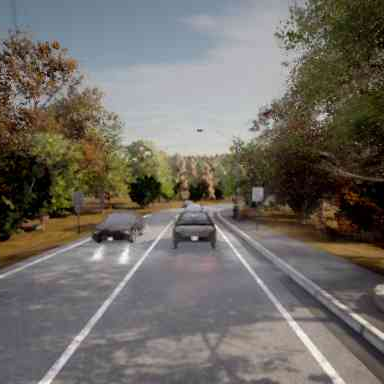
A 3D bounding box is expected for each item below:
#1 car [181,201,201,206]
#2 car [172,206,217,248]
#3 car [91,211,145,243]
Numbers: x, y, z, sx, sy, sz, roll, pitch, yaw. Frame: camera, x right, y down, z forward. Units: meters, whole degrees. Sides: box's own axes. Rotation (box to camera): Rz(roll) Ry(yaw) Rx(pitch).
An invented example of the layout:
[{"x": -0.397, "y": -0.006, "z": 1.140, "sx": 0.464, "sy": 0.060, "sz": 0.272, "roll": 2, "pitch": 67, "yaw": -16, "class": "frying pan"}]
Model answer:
[{"x": 0.206, "y": 1.880, "z": 32.468, "sx": 1.812, "sy": 1.442, "sz": 4.674, "roll": 0, "pitch": -1, "yaw": 1, "class": "car"}, {"x": 0.103, "y": 1.645, "z": 15.597, "sx": 2.128, "sy": 1.511, "sz": 4.902, "roll": 0, "pitch": -1, "yaw": 0, "class": "car"}, {"x": -3.594, "y": 1.721, "z": 17.306, "sx": 2.033, "sy": 1.411, "sz": 5.357, "roll": 0, "pitch": -1, "yaw": 0, "class": "car"}]
